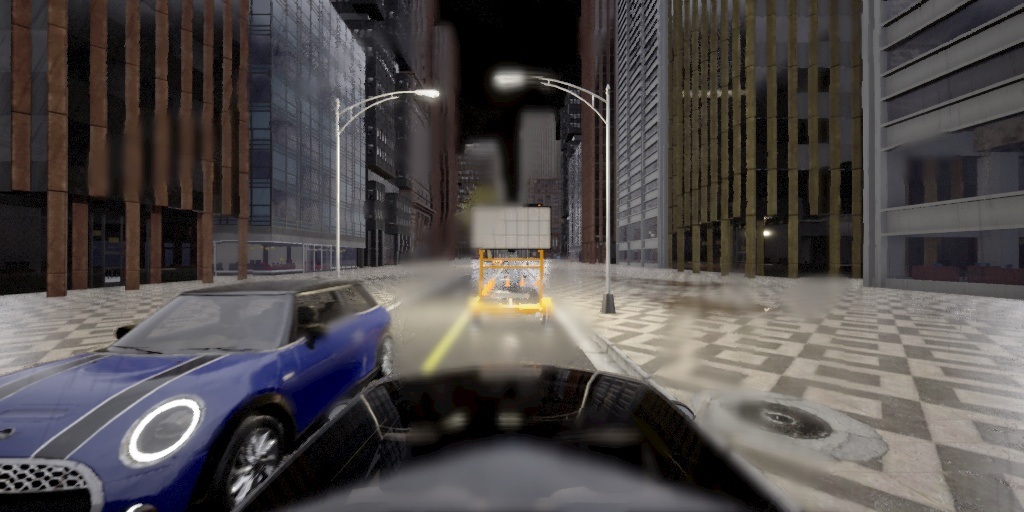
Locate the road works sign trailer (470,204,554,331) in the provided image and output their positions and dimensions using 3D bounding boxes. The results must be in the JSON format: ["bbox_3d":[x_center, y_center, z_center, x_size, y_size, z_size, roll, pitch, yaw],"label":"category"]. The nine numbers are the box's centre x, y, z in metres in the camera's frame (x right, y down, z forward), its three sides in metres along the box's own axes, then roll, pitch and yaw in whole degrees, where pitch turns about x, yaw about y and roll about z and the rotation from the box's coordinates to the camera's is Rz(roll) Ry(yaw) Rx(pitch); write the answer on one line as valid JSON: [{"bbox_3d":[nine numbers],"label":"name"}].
[{"bbox_3d":[-0.010,0.215,10.971,2.380,3.560,2.880,0,0,0],"label":"road works sign trailer"}]

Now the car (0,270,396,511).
[{"bbox_3d":[-3.003,1.102,4.159,2.097,1.767,4.553,0,0,0],"label":"car"}]
